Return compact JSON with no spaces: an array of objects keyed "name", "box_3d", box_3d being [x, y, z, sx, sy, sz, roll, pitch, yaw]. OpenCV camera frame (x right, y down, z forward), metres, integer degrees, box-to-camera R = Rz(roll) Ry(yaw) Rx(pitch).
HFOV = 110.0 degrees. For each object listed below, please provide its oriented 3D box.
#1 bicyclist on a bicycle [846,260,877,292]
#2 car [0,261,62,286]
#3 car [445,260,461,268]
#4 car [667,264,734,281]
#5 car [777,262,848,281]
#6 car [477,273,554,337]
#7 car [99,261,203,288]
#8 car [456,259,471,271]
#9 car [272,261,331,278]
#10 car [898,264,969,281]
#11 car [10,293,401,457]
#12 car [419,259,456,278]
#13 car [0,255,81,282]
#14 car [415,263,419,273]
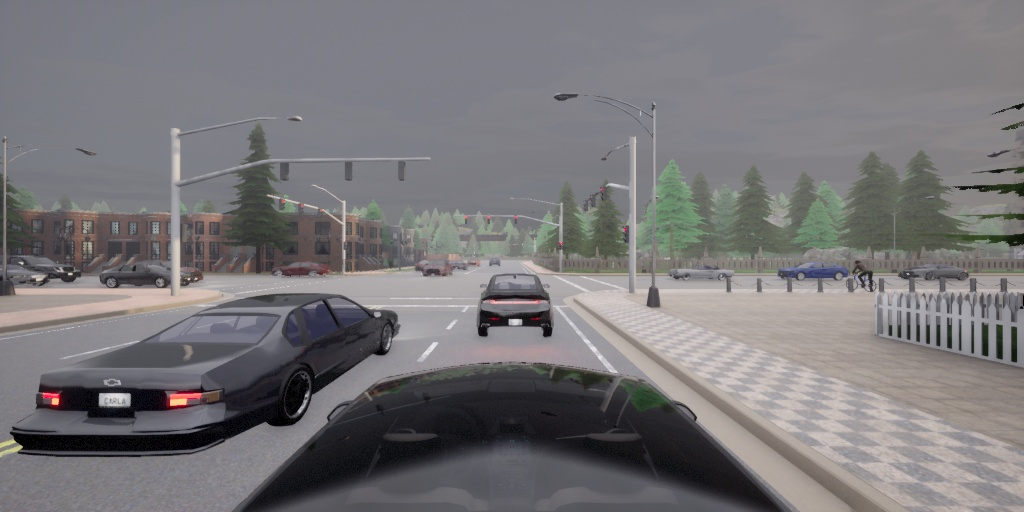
[{"name":"bicyclist on a bicycle","box_3d":[18.255,1.052,18.777,0.582,1.620,1.656,0,0,0]},{"name":"car","box_3d":[-32.546,1.242,22.682,4.902,1.511,2.128,0,0,-4]},{"name":"car","box_3d":[-10.500,1.351,64.171,1.895,1.301,4.718,0,0,1]},{"name":"car","box_3d":[15.572,1.351,29.764,4.718,1.301,1.895,0,0,0]},{"name":"car","box_3d":[24.864,1.228,29.750,5.008,1.535,1.882,0,0,0]},{"name":"car","box_3d":[0.084,1.242,10.296,2.128,1.511,4.902,0,0,0]},{"name":"car","box_3d":[-23.181,1.255,22.918,4.892,1.490,1.837,0,0,-3]},{"name":"car","box_3d":[-7.076,1.313,47.646,1.994,1.385,4.181,0,0,0]},{"name":"car","box_3d":[-19.654,1.227,33.538,5.008,1.535,1.882,0,1,-3]},{"name":"car","box_3d":[34.838,1.314,29.724,4.181,1.385,1.994,0,0,1]},{"name":"car","box_3d":[-3.435,1.297,5.629,2.033,1.411,5.357,0,0,0]},{"name":"car","box_3d":[-7.085,1.101,34.411,2.097,1.767,4.553,0,0,0]},{"name":"car","box_3d":[-35.162,0.971,26.009,5.566,2.045,2.150,0,0,-6]},{"name":"car","box_3d":[-10.584,1.228,44.370,1.882,1.535,5.008,0,0,0]}]
